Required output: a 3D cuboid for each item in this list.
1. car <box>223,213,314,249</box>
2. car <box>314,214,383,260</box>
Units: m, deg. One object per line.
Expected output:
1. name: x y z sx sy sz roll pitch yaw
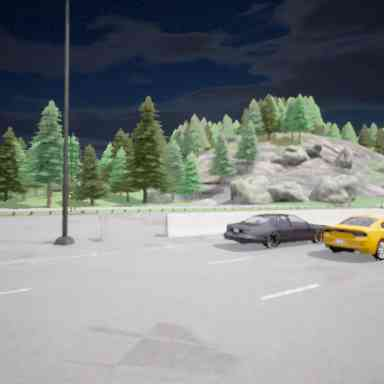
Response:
1. car: 3.958 1.670 15.086 5.357 1.411 2.033 1 0 -32
2. car: 7.336 1.616 13.038 5.008 1.535 1.882 0 0 -31
